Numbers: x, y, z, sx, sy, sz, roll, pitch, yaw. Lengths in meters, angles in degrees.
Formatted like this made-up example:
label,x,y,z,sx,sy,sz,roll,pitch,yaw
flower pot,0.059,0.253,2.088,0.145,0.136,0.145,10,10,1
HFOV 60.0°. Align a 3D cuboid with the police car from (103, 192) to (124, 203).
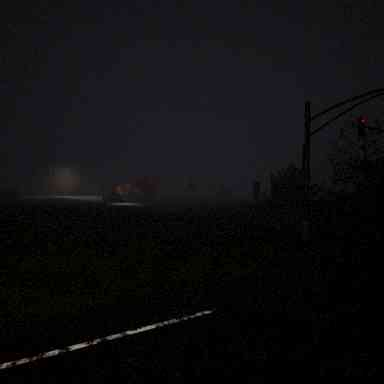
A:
label,x,y,z,sx,sy,sz,roll,pitch,yaw
police car,-11.754,0.822,49.829,2.038,1.542,4.974,1,0,-32
